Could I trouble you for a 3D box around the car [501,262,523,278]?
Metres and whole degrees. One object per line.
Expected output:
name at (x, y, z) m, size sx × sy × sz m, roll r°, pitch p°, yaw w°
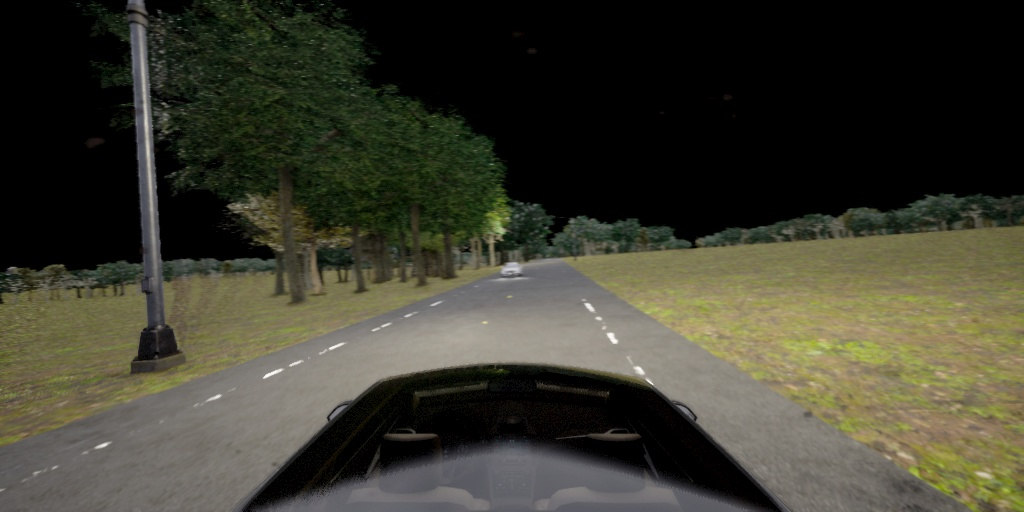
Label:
car at (0.061, 1.387, 36.415) m, size 1.812 × 1.442 × 4.674 m, roll -4°, pitch 0°, yaw 6°
